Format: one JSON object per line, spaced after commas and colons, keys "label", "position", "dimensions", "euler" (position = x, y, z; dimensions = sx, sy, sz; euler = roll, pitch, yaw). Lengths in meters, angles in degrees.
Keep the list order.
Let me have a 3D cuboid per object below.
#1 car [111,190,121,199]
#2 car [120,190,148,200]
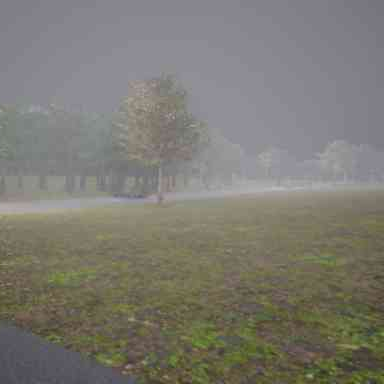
{"label": "car", "position": [-13.350, 0.411, 63.947], "dimensions": [1.882, 1.535, 5.008], "euler": [3, 3, 36]}
{"label": "car", "position": [-10.502, 0.686, 61.945], "dimensions": [1.895, 1.301, 4.718], "euler": [3, 3, 36]}
